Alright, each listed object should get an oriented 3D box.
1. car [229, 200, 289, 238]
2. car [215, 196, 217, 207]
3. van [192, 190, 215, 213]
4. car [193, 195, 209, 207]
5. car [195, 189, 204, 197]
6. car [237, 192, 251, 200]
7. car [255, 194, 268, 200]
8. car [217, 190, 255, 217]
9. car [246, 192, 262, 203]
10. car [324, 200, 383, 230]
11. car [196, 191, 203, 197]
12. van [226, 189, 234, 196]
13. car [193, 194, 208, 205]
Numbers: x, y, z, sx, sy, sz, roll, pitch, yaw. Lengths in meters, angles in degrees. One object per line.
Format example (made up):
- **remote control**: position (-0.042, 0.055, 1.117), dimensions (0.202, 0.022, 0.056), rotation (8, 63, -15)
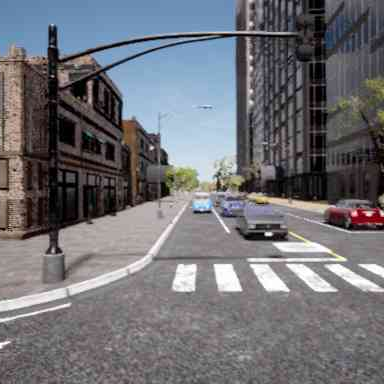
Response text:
- **car**: position (3.217, 1.323, 16.424), dimensions (2.033, 1.411, 5.357), rotation (0, 1, 1)
- **car**: position (3.649, 0.992, 39.481), dimensions (1.837, 1.490, 4.892), rotation (0, 1, 1)
- **van**: position (0.888, 0.959, 30.155), dimensions (1.690, 1.788, 3.998), rotation (1, 1, 1)
- **car**: position (1.083, 1.063, 41.224), dimensions (1.802, 1.307, 4.206), rotation (1, 1, 1)
- **car**: position (1.877, 0.247, 85.486), dimensions (2.192, 1.841, 5.009), rotation (1, 1, 1)
- **car**: position (9.858, 0.712, 63.195), dimensions (1.887, 1.381, 4.507), rotation (1, 1, 1)
- **car**: position (9.564, 0.897, 46.765), dimensions (1.752, 1.417, 4.829), rotation (1, 1, 1)
- **car**: position (3.406, 1.000, 26.708), dimensions (2.097, 1.767, 4.553), rotation (0, 1, 1)
- **car**: position (9.663, 0.828, 52.298), dimensions (1.752, 1.417, 4.829), rotation (1, 1, 1)
- **car**: position (9.067, 1.156, 18.925), dimensions (1.967, 1.590, 4.097), rotation (1, 1, 1)
- **car**: position (1.773, 0.528, 79.786), dimensions (1.752, 1.417, 4.829), rotation (1, 1, 1)
- **van**: position (10.354, 0.166, 90.860), dimensions (1.690, 1.788, 3.998), rotation (1, 1, 1)
- **car**: position (1.182, 0.978, 46.757), dimensions (1.947, 1.339, 4.313), rotation (1, 1, 1)
